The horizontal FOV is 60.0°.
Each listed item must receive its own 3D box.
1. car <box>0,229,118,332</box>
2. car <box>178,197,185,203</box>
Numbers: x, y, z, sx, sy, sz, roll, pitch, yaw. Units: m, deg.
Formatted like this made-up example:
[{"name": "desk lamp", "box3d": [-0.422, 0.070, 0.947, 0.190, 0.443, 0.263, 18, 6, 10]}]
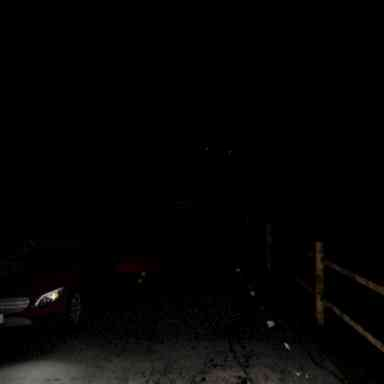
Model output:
[{"name": "car", "box3d": [-2.851, 1.583, 7.118, 1.812, 1.442, 4.674, 0, 0, 0]}, {"name": "car", "box3d": [-2.776, 2.024, 89.654, 1.882, 1.535, 5.008, 0, 0, 0]}]
